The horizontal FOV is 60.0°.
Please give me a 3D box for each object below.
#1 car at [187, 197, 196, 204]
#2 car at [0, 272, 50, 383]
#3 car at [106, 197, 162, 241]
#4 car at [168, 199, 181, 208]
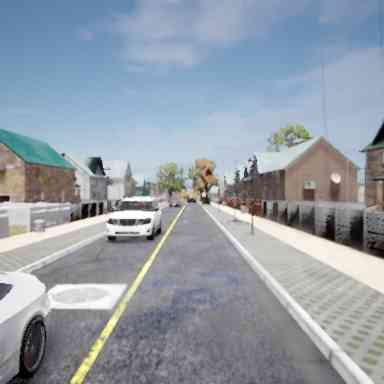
[{"bbox_3d":[-0.071,2.055,78.223,1.837,1.490,4.892,0,-1,0],"label":"car"},{"bbox_3d":[-2.849,1.535,2.841,1.812,1.442,4.674,0,0,0],"label":"car"},{"bbox_3d":[-2.836,1.296,17.492,2.150,2.045,5.566,0,1,1],"label":"car"},{"bbox_3d":[-2.852,1.895,55.670,2.128,1.511,4.902,0,-1,1],"label":"car"}]
